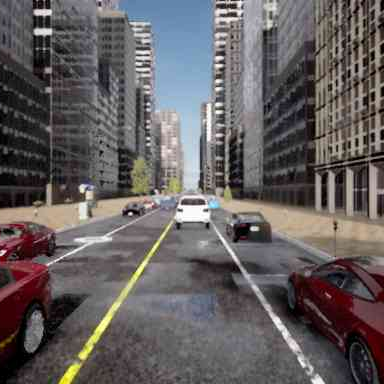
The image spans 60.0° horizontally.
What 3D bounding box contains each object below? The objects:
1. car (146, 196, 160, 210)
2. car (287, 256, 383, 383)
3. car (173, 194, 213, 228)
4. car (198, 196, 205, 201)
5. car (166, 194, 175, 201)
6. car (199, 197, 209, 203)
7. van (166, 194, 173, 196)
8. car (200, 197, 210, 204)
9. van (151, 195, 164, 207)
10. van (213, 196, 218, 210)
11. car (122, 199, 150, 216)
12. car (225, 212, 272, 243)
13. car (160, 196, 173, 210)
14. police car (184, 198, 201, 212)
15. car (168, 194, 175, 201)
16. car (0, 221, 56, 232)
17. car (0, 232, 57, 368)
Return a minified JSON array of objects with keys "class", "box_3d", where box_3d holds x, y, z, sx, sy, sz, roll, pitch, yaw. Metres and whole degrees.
[{"class":"car","box_3d":[-5.757,1.550,44.555,1.967,1.590,4.097,0,0,0]},{"class":"car","box_3d":[2.682,1.595,4.889,1.802,1.307,4.206,0,0,0]},{"class":"car","box_3d":[0.067,1.281,22.906,2.150,2.045,5.566,0,0,0]},{"class":"car","box_3d":[2.558,1.781,89.912,1.802,1.307,4.206,0,0,0]},{"class":"car","box_3d":[-5.823,1.515,89.901,2.192,1.841,5.009,0,0,0]},{"class":"car","box_3d":[2.583,1.736,72.908,1.947,1.339,4.313,0,0,0]},{"class":"van","box_3d":[-5.815,1.532,84.233,1.690,1.788,3.998,0,0,0]},{"class":"car","box_3d":[2.591,1.703,67.240,1.887,1.381,4.507,0,0,0]},{"class":"van","box_3d":[-5.774,1.476,55.892,1.690,1.788,3.998,0,0,0]},{"class":"van","box_3d":[2.623,1.451,44.567,1.690,1.788,3.998,0,0,0]},{"class":"car","box_3d":[-5.740,1.650,33.218,1.947,1.339,4.313,0,0,0]},{"class":"car","box_3d":[2.665,1.607,16.226,1.947,1.339,4.313,0,0,0]},{"class":"car","box_3d":[-3.158,1.658,44.977,2.033,1.411,5.357,0,0,0]},{"class":"police car","box_3d":[0.038,1.610,42.259,2.038,1.542,4.974,0,0,0]},{"class":"car","box_3d":[-5.831,1.551,95.464,1.690,1.788,3.998,0,0,0]},{"class":"car","box_3d":[-5.707,1.610,10.546,1.802,1.307,4.206,0,0,0]},{"class":"car","box_3d":[-3.106,1.486,3.150,1.882,1.535,5.008,0,0,0]}]
